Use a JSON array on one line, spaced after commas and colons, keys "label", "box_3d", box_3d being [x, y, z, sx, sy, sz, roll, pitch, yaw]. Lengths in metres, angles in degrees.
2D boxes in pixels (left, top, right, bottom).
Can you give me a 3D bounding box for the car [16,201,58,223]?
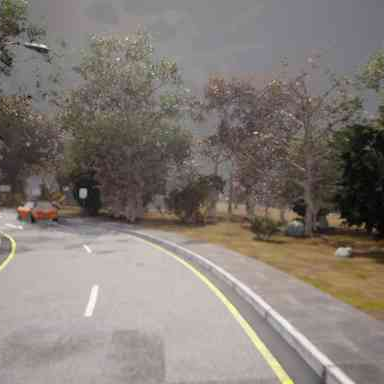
[{"label": "car", "box_3d": [-12.953, 1.492, 27.733, 2.097, 1.767, 4.553, 1, 0, -44]}]
